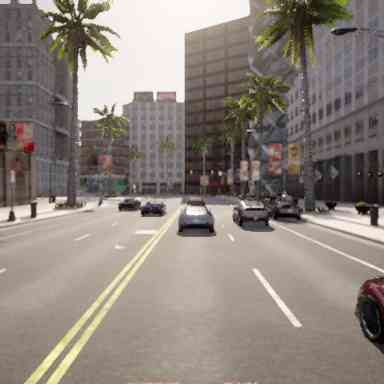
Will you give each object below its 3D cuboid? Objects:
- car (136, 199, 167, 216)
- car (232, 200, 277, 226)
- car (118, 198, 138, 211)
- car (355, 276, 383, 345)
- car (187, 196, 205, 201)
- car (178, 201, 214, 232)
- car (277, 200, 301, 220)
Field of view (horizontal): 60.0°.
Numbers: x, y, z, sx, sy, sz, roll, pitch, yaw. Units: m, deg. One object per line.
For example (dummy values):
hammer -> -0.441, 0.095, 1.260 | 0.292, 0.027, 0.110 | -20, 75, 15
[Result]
car -> -3.322, 1.393, 29.320 | 1.895, 1.301, 4.718 | 0, 0, 1
car -> 3.775, 1.336, 21.898 | 2.128, 1.511, 4.902 | 0, 0, 1
car -> -6.700, 1.345, 36.219 | 1.895, 1.301, 4.718 | 0, 0, 1
car -> 3.603, 1.537, 3.645 | 1.994, 1.385, 4.181 | 0, 0, 0
car -> 0.432, 1.219, 36.475 | 1.882, 1.535, 5.008 | 0, 0, 1
car -> 0.243, 1.428, 19.150 | 1.994, 1.385, 4.181 | 0, 0, 1
car -> 6.909, 1.330, 25.728 | 2.161, 1.482, 4.786 | 0, 0, 0
